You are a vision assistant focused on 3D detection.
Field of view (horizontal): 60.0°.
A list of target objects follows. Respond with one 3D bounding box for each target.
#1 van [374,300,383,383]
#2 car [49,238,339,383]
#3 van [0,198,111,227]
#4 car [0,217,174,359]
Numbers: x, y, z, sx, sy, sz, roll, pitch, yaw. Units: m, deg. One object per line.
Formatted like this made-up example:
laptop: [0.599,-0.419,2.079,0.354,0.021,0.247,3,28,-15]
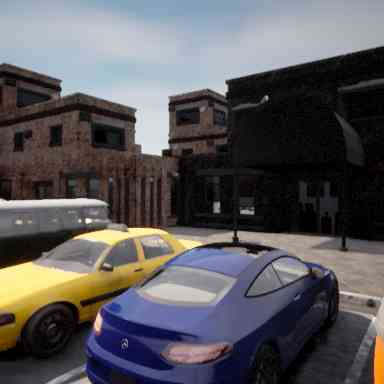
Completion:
van: [3.038,1.198,3.246,1.878,1.987,4.442,0,0,35]
car: [0.724,1.465,4.750,2.002,1.452,4.674,0,0,35]
van: [-3.697,1.202,8.051,1.878,1.987,4.442,0,0,35]
car: [-1.627,1.423,6.202,1.946,1.575,5.366,0,0,36]
